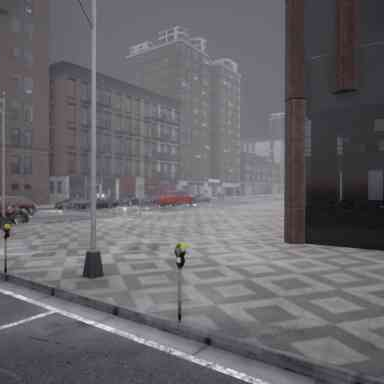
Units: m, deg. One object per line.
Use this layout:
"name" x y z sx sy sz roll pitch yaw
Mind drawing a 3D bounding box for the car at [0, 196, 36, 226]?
"car" -12.221 1.218 19.821 2.097 1.767 4.553 0 1 36

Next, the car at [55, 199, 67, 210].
"car" -12.724 1.196 36.199 1.994 1.385 4.181 0 1 34

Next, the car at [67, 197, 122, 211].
"car" -10.001 1.248 34.388 1.895 1.301 4.718 0 1 36

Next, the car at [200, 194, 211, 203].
"car" 1.128 0.952 49.808 1.994 1.385 4.181 0 1 36

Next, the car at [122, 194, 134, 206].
"car" -7.562 1.015 43.341 1.837 1.490 4.892 0 1 36

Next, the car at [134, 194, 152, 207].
"car" -4.695 1.047 41.765 1.812 1.442 4.674 0 1 36

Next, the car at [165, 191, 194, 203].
"car" -1.870 0.731 51.219 2.097 1.767 4.553 0 1 36

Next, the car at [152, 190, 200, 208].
"car" -1.794 0.759 39.892 2.150 2.045 5.566 0 1 36

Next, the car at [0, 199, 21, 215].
"car" -17.829 1.356 29.066 1.895 1.301 4.718 0 1 36
